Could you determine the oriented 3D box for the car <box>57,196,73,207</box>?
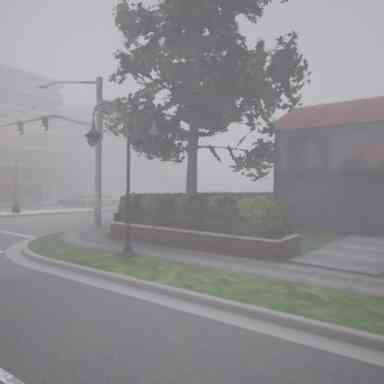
[{"bbox_3d":[-13.463,0.992,40.206,2.033,1.411,5.357,1,1,36],"label":"car"}]

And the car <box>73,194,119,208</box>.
[{"bbox_3d":[-10.626,0.979,38.155,1.882,1.535,5.008,1,1,36],"label":"car"}]

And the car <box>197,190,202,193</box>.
[{"bbox_3d":[1.902,0.678,61.235,2.150,2.045,5.566,1,0,36],"label":"car"}]

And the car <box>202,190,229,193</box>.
[{"bbox_3d":[4.739,0.734,59.186,2.150,2.045,5.566,1,0,36],"label":"car"}]
